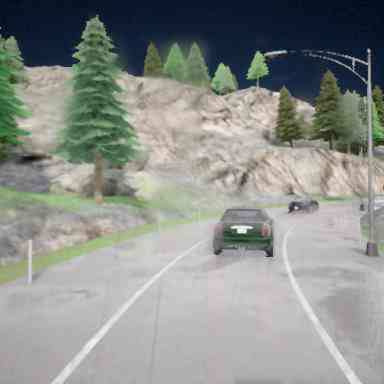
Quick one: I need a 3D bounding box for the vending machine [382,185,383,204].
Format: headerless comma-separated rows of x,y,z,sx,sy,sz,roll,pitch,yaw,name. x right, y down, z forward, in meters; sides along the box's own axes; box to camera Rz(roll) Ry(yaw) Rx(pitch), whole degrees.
21.383,0.265,35.992,0.880,2.100,1.100,2,-7,-42,vending machine

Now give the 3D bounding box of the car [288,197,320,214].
10.200,1.139,30.302,1.812,1.442,4.674,-1,1,35,car

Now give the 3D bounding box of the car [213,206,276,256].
2.204,1.308,13.189,2.097,1.767,4.553,0,0,15,car
